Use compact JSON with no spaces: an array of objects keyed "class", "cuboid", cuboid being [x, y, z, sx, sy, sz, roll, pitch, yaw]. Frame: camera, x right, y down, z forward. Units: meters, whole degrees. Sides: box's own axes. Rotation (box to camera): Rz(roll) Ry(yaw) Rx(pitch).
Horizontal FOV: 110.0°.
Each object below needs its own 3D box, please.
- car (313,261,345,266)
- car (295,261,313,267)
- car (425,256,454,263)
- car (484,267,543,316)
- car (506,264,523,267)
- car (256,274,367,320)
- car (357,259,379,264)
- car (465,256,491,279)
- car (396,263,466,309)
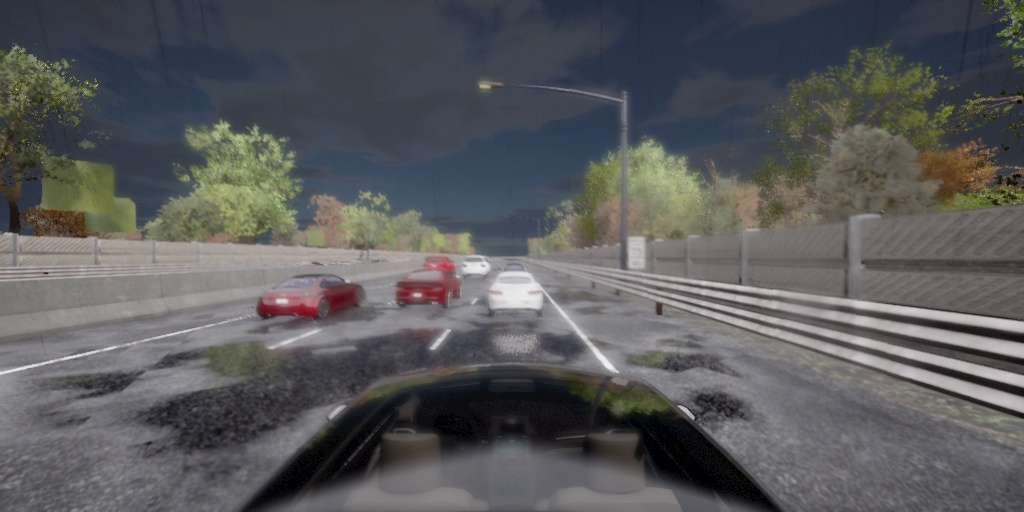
[{"class":"car","cuboid":[-20.892,1.450,42.173,1.895,1.301,4.718,0,0,0]},{"class":"car","cuboid":[-24.383,1.377,43.059,1.812,1.442,4.674,0,0,1]},{"class":"car","cuboid":[-6.749,1.046,33.631,2.150,2.045,5.566,0,0,0]},{"class":"car","cuboid":[0.132,1.301,13.342,1.812,1.442,4.674,0,0,1]},{"class":"car","cuboid":[0.210,1.362,29.360,2.033,1.411,5.357,0,0,1]},{"class":"car","cuboid":[-6.875,1.338,12.785,1.994,1.385,4.181,0,0,1]},{"class":"car","cuboid":[-17.383,1.205,43.210,2.097,1.767,4.553,0,0,0]},{"class":"car","cuboid":[-3.246,1.047,33.623,2.150,2.045,5.566,0,0,0]},{"class":"car","cuboid":[-3.351,1.257,15.281,1.882,1.535,5.008,0,0,1]}]
